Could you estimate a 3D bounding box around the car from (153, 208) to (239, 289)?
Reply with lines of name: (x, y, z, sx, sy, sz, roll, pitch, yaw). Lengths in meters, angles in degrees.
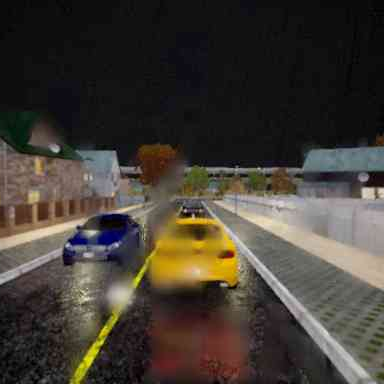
car: (0.081, 1.439, 9.104, 1.882, 1.535, 5.008, 0, 0, 0)

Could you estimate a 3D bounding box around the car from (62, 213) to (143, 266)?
car: (-2.849, 1.477, 11.499, 1.812, 1.442, 4.674, 0, 0, 0)

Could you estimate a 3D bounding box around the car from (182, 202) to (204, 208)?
car: (0.094, 1.492, 28.241, 1.895, 1.301, 4.718, 0, 0, 0)
